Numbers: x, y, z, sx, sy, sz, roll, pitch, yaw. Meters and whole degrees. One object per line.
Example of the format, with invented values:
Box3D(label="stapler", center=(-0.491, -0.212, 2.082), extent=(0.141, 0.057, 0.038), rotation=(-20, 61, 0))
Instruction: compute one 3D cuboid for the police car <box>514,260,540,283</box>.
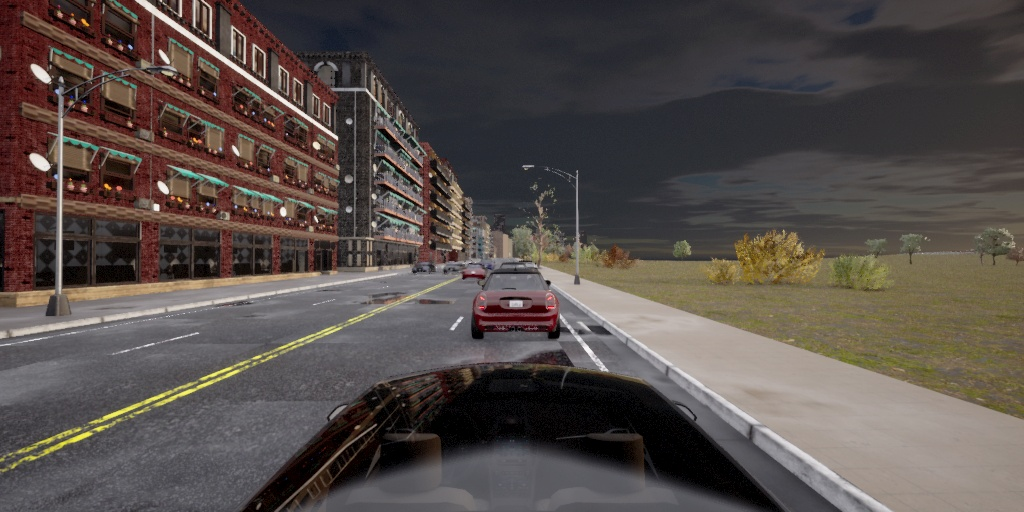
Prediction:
Box3D(label="police car", center=(1.103, 1.180, 29.506), extent=(1.930, 1.638, 5.238), rotation=(0, 0, 0))

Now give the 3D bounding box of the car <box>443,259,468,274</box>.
Box3D(label="car", center=(-6.649, 1.320, 41.318), extent=(1.994, 1.385, 4.181), rotation=(0, 0, 0))

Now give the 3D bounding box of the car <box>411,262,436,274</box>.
Box3D(label="car", center=(-9.898, 1.320, 40.490), extent=(1.994, 1.385, 4.181), rotation=(0, 0, 0))

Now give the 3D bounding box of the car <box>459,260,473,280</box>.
Box3D(label="car", center=(-3.187, 1.318, 31.514), extent=(1.994, 1.385, 4.181), rotation=(0, 0, 0))

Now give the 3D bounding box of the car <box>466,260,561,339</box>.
Box3D(label="car", center=(0.082, 1.104, 10.238), extent=(2.097, 1.767, 4.553), rotation=(0, 0, 0))
